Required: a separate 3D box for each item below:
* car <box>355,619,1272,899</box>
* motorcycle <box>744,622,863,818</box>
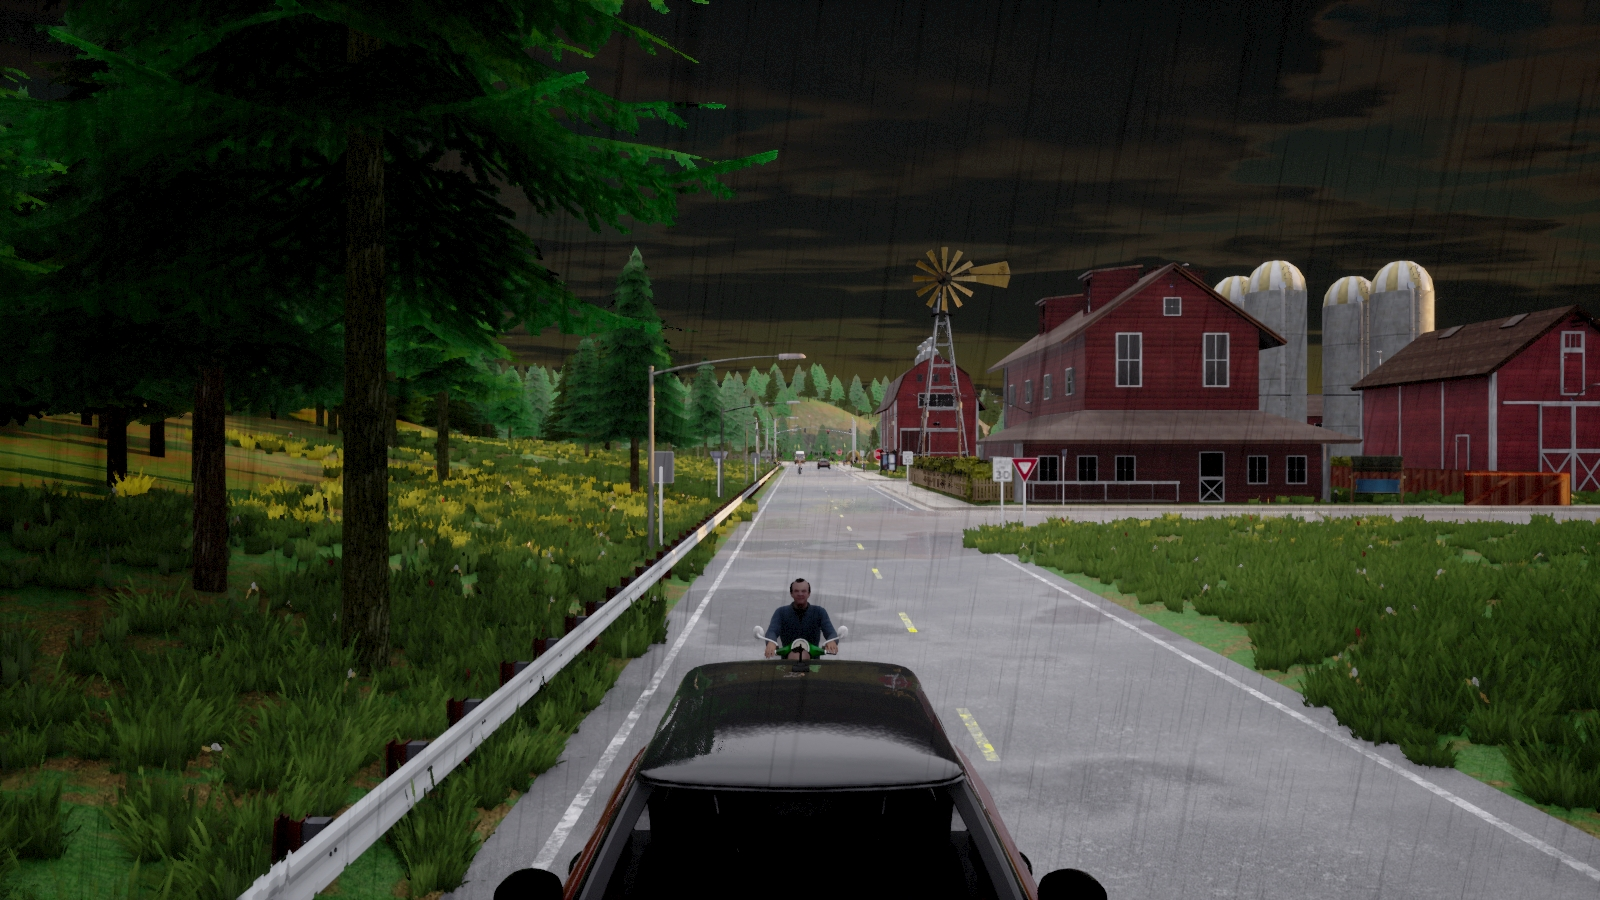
[{"bbox_3d":[0.032,1.899,4.503,2.097,1.767,4.553,0,0,0],"label":"car"},{"bbox_3d":[0.025,2.229,9.842,0.867,1.251,2.209,-2,-3,0],"label":"motorcycle"}]
